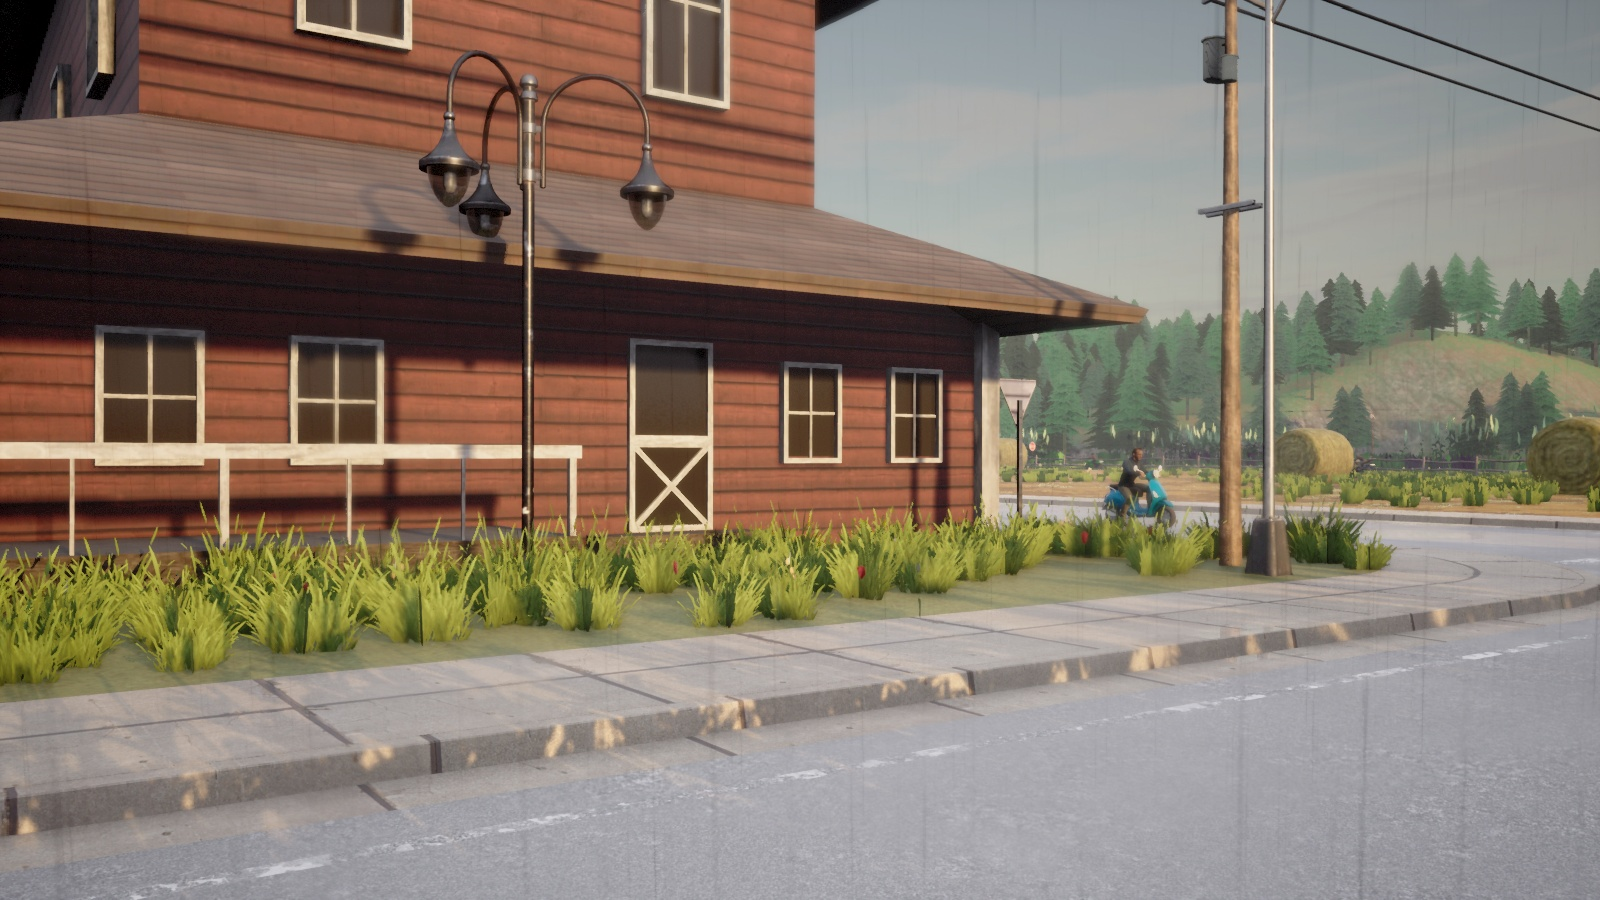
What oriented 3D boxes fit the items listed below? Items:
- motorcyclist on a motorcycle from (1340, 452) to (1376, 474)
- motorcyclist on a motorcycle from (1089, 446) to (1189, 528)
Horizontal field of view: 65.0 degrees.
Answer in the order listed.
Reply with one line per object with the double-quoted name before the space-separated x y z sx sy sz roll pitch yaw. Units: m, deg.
"motorcyclist on a motorcycle" 38.727 0.876 87.201 0.866 1.530 2.191 0 0 -32
"motorcyclist on a motorcycle" 6.817 0.719 25.317 0.866 1.590 1.817 0 0 -36
